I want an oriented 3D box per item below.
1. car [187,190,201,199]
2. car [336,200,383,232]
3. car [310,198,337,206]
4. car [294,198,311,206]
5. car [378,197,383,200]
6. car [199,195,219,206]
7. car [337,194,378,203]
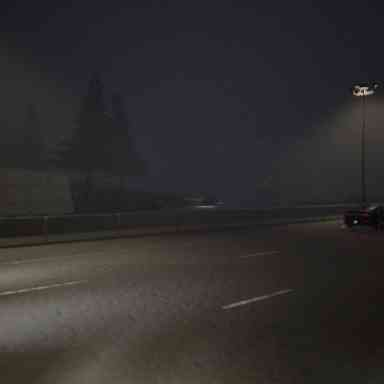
[{"bbox_3d":[0.504,0.550,86.002,2.150,2.045,5.566,0,3,-24],"label":"car"},{"bbox_3d":[11.345,1.502,20.447,4.902,1.511,2.128,0,0,-36],"label":"car"},{"bbox_3d":[19.738,1.620,48.156,4.718,1.301,1.895,0,0,-35],"label":"car"},{"bbox_3d":[17.709,1.620,51.002,4.718,1.301,1.895,0,0,-35],"label":"car"},{"bbox_3d":[32.649,1.572,57.290,5.357,1.411,2.033,0,0,-35],"label":"car"},{"bbox_3d":[2.839,1.579,54.385,1.994,1.385,4.181,0,0,14],"label":"car"},{"bbox_3d":[23.006,1.244,46.179,5.566,2.045,2.150,1,0,-35],"label":"car"}]
